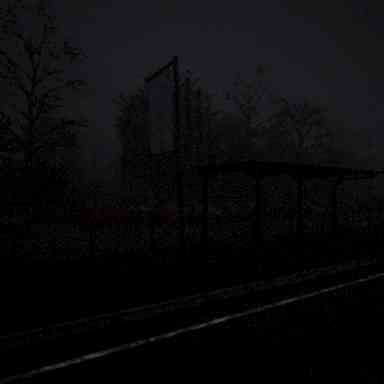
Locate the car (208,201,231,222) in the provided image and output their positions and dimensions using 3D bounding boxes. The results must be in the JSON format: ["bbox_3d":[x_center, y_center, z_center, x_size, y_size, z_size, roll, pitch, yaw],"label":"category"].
[{"bbox_3d":[0.651,1.665,27.165,2.002,1.452,4.674,1,0,-36],"label":"car"}]

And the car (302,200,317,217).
[{"bbox_3d":[9.664,1.753,33.644,2.163,1.488,4.792,1,0,-36],"label":"car"}]

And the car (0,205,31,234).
[{"bbox_3d":[-10.624,1.535,19.075,2.163,1.488,4.792,1,0,-36],"label":"car"}]

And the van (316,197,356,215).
[{"bbox_3d":[16.525,1.575,38.367,1.878,1.987,4.442,1,0,-36],"label":"van"}]

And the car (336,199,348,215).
[{"bbox_3d":[14.181,1.805,36.872,2.163,1.488,4.792,1,0,-36],"label":"car"}]

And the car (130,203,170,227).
[{"bbox_3d":[-3.866,1.617,23.936,2.002,1.452,4.674,1,0,-36],"label":"car"}]

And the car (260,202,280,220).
[{"bbox_3d":[5.163,1.674,30.399,2.097,1.535,5.008,1,0,-36],"label":"car"}]

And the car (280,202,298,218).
[{"bbox_3d":[7.428,1.700,32.003,2.231,1.521,4.892,1,0,-36],"label":"car"}]

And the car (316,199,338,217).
[{"bbox_3d":[12.047,1.746,35.083,1.946,1.575,5.366,1,0,-36],"label":"car"}]

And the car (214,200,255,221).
[{"bbox_3d":[2.891,1.523,28.807,2.185,1.767,4.553,1,0,-36],"label":"car"}]

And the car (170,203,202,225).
[{"bbox_3d":[-1.605,1.600,25.549,2.097,1.535,5.008,1,0,-36],"label":"car"}]

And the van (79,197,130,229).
[{"bbox_3d":[-6.191,1.327,22.421,1.878,1.987,4.442,1,0,-36],"label":"van"}]
